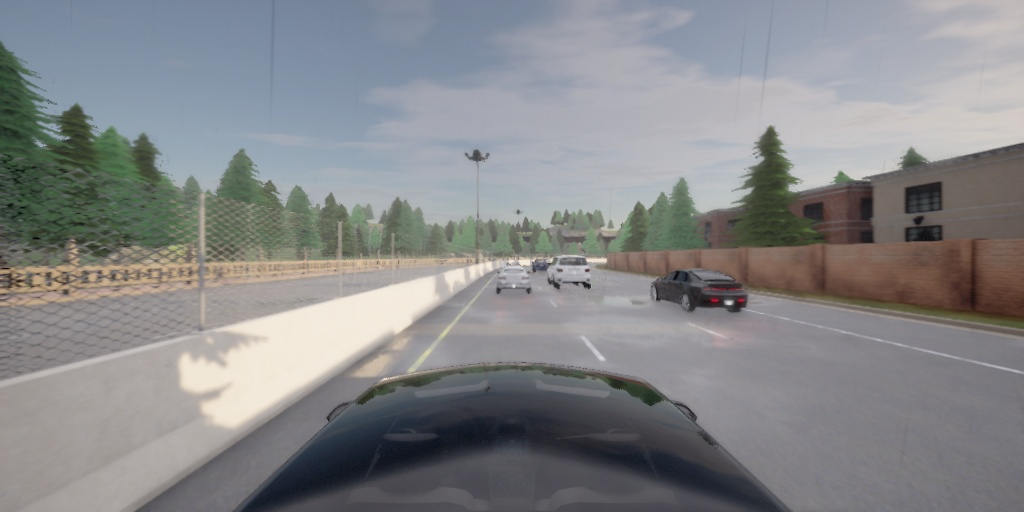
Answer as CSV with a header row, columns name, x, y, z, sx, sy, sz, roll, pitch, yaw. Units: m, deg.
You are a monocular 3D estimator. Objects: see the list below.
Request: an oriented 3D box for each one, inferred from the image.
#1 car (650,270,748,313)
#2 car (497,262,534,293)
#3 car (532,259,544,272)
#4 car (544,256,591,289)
name,x,y,z,sx,sy,sz,roll,pitch,yaw
car,7.096,1.269,14.145,1.837,1.490,4.892,0,0,0
car,0.094,1.296,20.791,1.812,1.442,4.674,0,0,0
car,3.650,1.149,46.134,2.097,1.767,4.553,0,0,1
car,3.593,0.995,23.339,2.150,2.045,5.566,0,0,0
